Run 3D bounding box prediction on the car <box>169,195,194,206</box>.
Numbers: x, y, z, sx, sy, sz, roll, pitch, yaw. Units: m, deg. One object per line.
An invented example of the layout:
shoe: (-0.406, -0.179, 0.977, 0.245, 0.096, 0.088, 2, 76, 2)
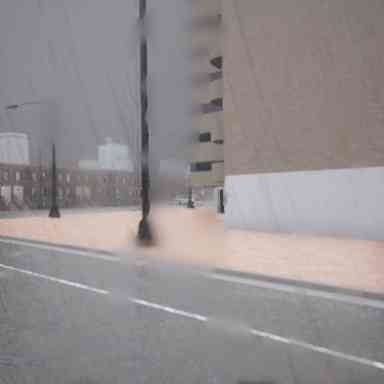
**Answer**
car: (-1.841, 1.568, 62.247, 2.150, 2.045, 5.566, -2, -1, 37)
